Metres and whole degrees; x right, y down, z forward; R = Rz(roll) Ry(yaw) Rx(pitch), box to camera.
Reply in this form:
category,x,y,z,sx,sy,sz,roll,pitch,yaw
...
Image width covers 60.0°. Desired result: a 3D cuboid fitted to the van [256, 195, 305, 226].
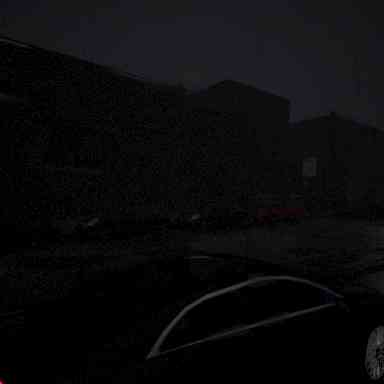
category,x,y,z,sx,sy,sz,roll,pitch,yaw
van,5.629,1.204,22.534,4.442,1.987,1.878,0,0,-36

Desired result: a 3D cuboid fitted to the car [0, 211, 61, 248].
category,x,y,z,sx,sy,sz,roll,pitch,yaw
car,-7.645,1.484,13.020,4.674,1.452,2.002,0,0,-36

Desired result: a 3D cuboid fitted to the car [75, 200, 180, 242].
category,x,y,z,sx,sy,sz,roll,pitch,yaw
car,-3.232,1.314,16.183,4.553,1.767,2.185,0,0,-36

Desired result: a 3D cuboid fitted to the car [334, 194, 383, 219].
category,x,y,z,sx,sy,sz,roll,pitch,yaw
car,14.784,1.169,29.096,5.566,2.045,2.435,0,0,-36

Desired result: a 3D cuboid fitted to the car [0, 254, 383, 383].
category,x,y,z,sx,sy,sz,roll,pitch,yaw
car,0.457,1.489,3.765,4.902,1.511,2.128,0,0,-36

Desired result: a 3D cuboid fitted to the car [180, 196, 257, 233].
category,x,y,z,sx,sy,sz,roll,pitch,yaw
car,1.258,1.309,19.401,4.553,1.767,2.185,0,0,-36
